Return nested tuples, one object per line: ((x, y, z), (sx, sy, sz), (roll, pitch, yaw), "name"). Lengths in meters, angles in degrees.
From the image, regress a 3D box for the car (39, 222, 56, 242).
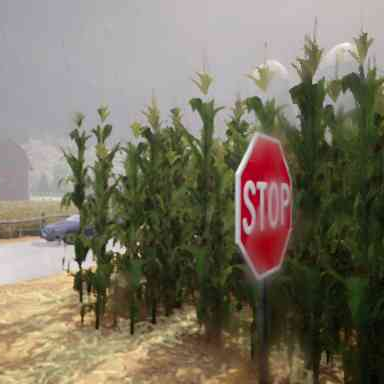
((-5.303, 1.712, 16.953), (1.812, 1.442, 4.674), (0, 0, 37), "car")
